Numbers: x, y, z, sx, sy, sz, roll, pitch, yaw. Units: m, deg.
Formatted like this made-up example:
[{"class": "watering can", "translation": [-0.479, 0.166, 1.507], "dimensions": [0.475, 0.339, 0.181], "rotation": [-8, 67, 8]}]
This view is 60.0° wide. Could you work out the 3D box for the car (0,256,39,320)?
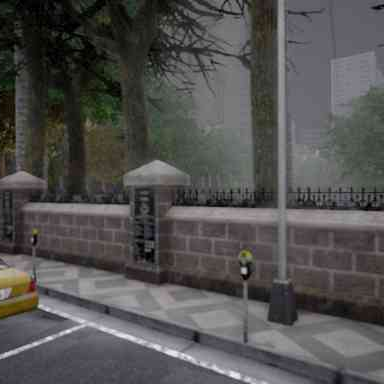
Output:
[{"class": "car", "translation": [-4.885, 1.565, 6.427], "dimensions": [4.829, 1.417, 1.752], "rotation": [0, 0, 35]}]
